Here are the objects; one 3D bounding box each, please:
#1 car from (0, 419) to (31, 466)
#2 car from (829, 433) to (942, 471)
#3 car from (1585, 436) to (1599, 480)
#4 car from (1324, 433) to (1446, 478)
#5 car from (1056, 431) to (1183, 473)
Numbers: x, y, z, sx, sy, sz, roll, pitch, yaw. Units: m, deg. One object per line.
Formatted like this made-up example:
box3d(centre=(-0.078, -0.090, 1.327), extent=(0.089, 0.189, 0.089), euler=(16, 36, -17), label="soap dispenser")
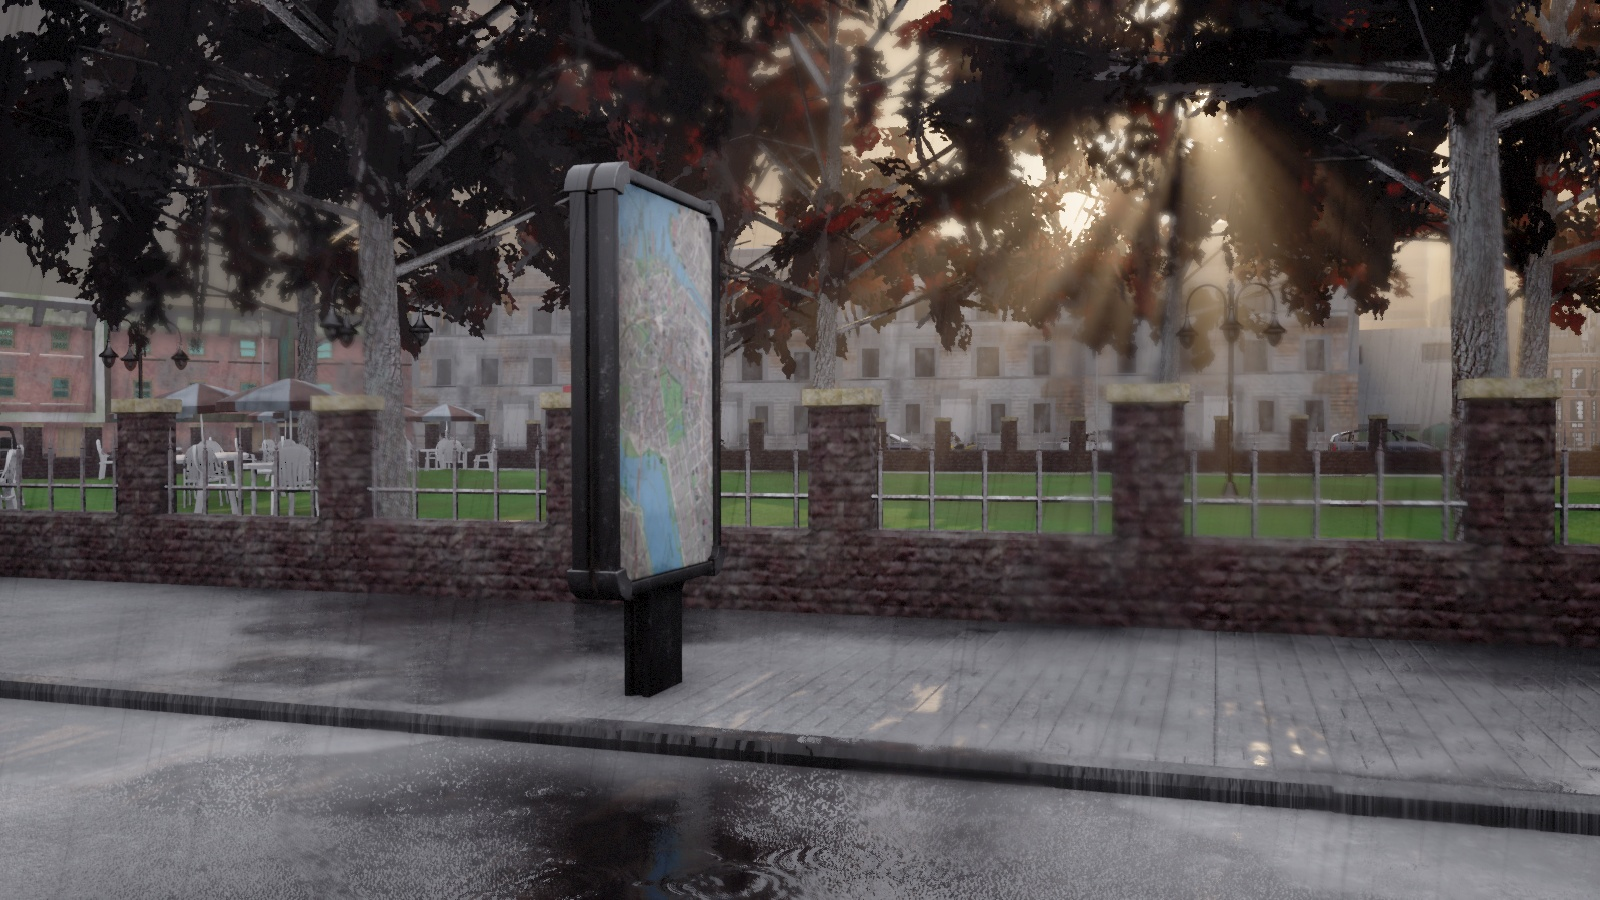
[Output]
box3d(centre=(-32.650, -0.289, 49.299), extent=(1.905, 1.878, 3.866), euler=(1, 1, 19), label="car")
box3d(centre=(3.440, 0.048, 50.274), extent=(4.193, 1.474, 1.816), euler=(1, 1, 18), label="car")
box3d(centre=(28.829, 0.278, 41.844), extent=(4.193, 1.474, 1.816), euler=(1, 1, 18), label="car")
box3d(centre=(20.685, 0.169, 44.551), extent=(3.705, 1.549, 1.789), euler=(0, 1, 18), label="car")
box3d(centre=(12.073, 0.060, 47.409), extent=(4.514, 1.525, 2.007), euler=(1, 1, 18), label="car")
